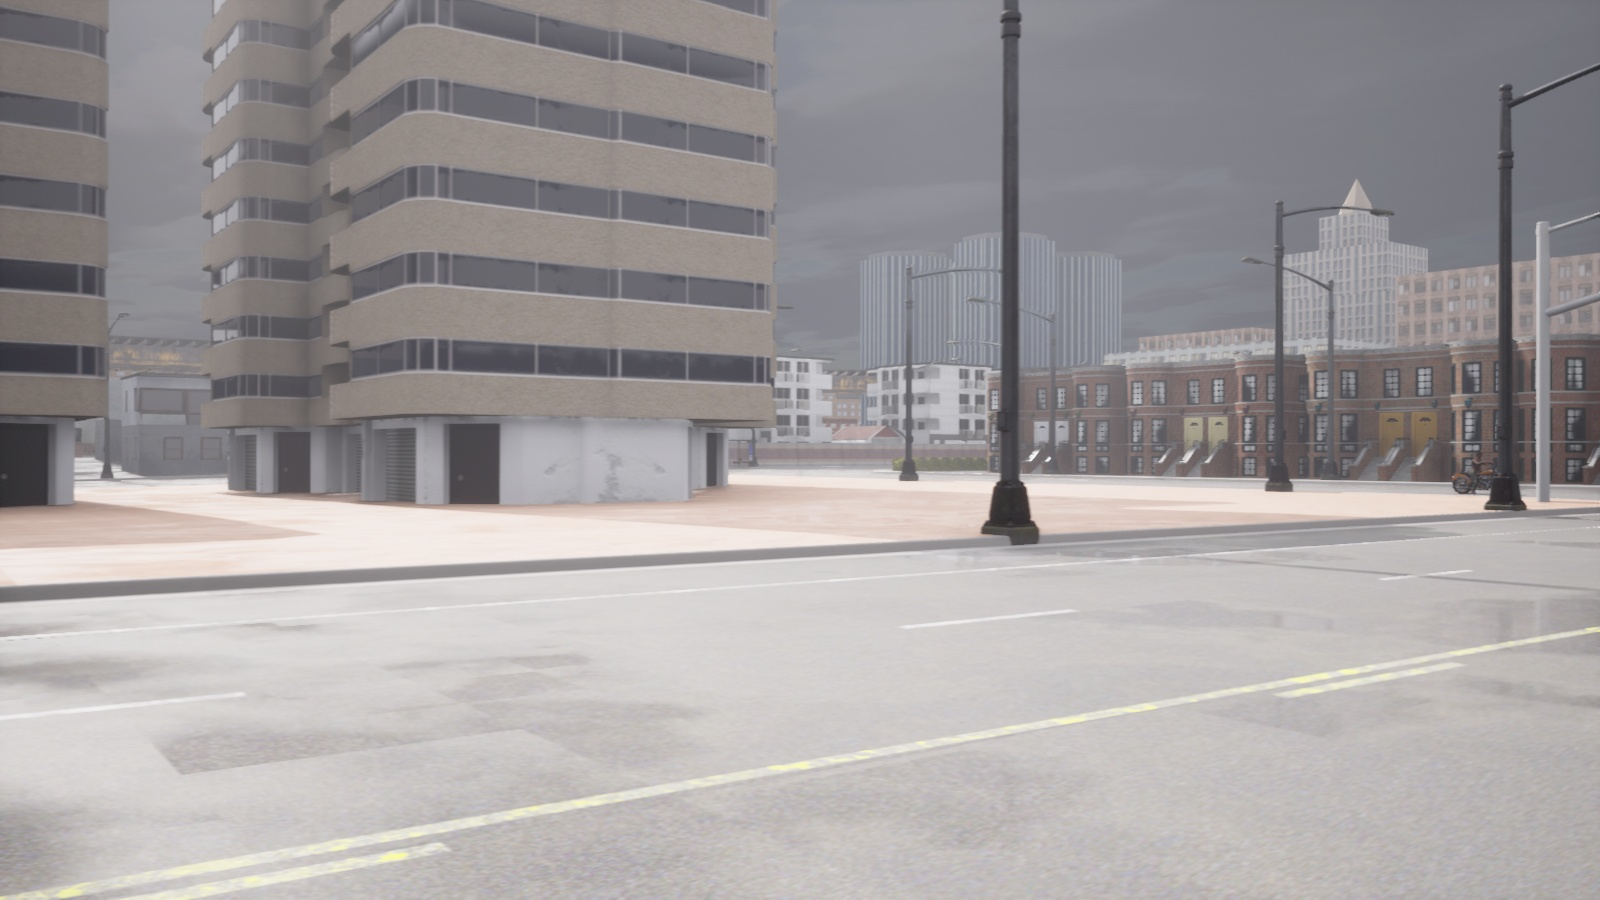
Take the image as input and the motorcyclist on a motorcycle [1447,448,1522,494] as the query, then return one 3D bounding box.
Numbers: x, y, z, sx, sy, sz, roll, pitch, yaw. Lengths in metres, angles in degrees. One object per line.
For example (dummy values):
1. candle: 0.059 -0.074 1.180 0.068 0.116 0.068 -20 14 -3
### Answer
1. motorcyclist on a motorcycle: 25.293 0.756 46.452 0.766 1.649 2.350 0 0 -35
